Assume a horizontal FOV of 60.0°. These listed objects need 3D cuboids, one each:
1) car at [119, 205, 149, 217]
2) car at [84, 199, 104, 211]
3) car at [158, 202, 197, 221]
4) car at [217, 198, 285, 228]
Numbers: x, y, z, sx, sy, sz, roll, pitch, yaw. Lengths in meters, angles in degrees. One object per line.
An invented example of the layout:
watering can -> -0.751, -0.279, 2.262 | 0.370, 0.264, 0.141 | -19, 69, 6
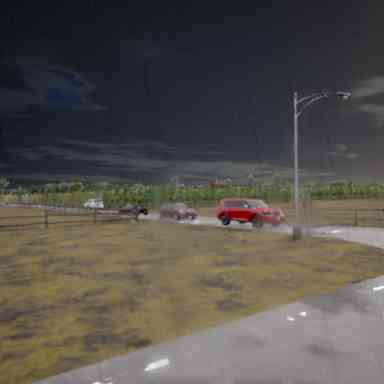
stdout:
car -> -7.043, 2.245, 40.296 | 1.895, 1.301, 4.718 | 0, -1, -36
car -> -17.761, 2.296, 60.198 | 2.150, 2.045, 5.566 | 0, -1, -36
car -> -1.460, 1.810, 32.536 | 2.097, 1.767, 4.553 | 0, -1, -36
car -> 4.207, 1.493, 24.659 | 2.150, 2.045, 5.566 | 0, -1, -36
